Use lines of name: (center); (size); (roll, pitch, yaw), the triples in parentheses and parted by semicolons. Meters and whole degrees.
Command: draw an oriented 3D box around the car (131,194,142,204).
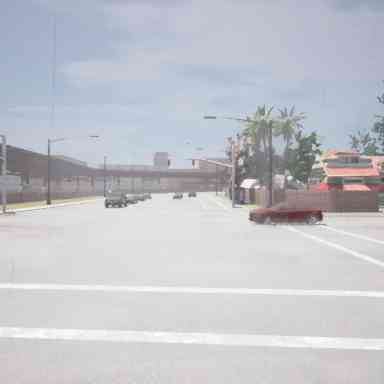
car: (-10.445, 1.286, 56.527); (2.033, 1.411, 5.357); (0, 1, 0)

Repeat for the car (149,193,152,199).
car: (-10.426, 0.897, 76.577); (1.812, 1.442, 4.674); (0, 1, 0)

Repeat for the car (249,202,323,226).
car: (6.406, 1.466, 22.818); (5.008, 1.535, 1.882); (1, 0, -6)

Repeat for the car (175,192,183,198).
car: (-3.416, 0.709, 87.201); (1.994, 1.385, 4.181); (0, 1, 0)

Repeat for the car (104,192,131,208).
car: (-10.509, 1.082, 46.405); (2.150, 2.045, 5.566); (0, 1, 1)

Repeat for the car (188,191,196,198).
car: (0.084, 0.519, 86.839); (2.097, 1.767, 4.553); (0, 1, 0)

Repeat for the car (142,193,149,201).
car: (-10.436, 1.142, 66.245); (1.994, 1.385, 4.181); (0, 1, 0)

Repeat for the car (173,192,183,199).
car: (-3.425, 0.963, 76.883); (1.895, 1.301, 4.718); (0, 1, 0)
